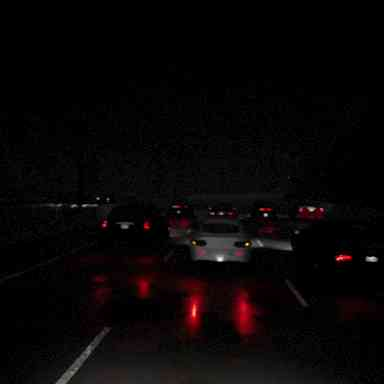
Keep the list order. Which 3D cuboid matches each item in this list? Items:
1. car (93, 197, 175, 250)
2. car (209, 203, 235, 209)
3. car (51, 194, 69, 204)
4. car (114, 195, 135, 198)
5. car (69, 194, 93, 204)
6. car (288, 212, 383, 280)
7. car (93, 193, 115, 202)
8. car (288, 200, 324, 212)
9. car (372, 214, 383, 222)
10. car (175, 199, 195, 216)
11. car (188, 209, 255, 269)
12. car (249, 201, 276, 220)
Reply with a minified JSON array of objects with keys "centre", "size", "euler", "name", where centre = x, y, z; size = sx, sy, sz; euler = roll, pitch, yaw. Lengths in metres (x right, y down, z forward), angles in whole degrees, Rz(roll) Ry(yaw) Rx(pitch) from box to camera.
[{"centre":[-2.240,1.279,14.204],"size":[2.097,1.767,4.553],"euler":[1,0,6],"name":"car"},{"centre":[2.270,1.528,25.419],"size":[2.033,1.411,5.357],"euler":[1,0,6],"name":"car"},{"centre":[-20.059,1.027,51.571],"size":[2.128,1.511,4.902],"euler":[1,0,6],"name":"car"},{"centre":[-9.605,1.265,50.706],"size":[2.033,1.411,5.357],"euler":[1,0,6],"name":"car"},{"centre":[-16.575,1.101,51.281],"size":[1.837,1.490,4.892],"euler":[1,0,6],"name":"car"},{"centre":[4.394,1.600,10.165],"size":[2.033,1.411,5.357],"euler":[1,0,6],"name":"car"},{"centre":[-13.048,1.010,51.400],"size":[2.097,1.767,4.553],"euler":[1,0,6],"name":"car"},{"centre":[9.577,1.451,28.199],"size":[2.097,1.767,4.553],"euler":[1,0,6],"name":"car"},{"centre":[8.217,1.602,13.294],"size":[2.128,1.511,4.902],"euler":[1,0,6],"name":"car"},{"centre":[-0.851,1.410,29.454],"size":[2.128,1.511,4.902],"euler":[1,0,6],"name":"car"},{"centre":[0.967,1.517,11.074],"size":[1.812,1.442,4.674],"euler":[1,0,6],"name":"car"},{"centre":[6.128,1.546,28.905],"size":[1.837,1.490,4.892],"euler":[1,1,6],"name":"car"}]
